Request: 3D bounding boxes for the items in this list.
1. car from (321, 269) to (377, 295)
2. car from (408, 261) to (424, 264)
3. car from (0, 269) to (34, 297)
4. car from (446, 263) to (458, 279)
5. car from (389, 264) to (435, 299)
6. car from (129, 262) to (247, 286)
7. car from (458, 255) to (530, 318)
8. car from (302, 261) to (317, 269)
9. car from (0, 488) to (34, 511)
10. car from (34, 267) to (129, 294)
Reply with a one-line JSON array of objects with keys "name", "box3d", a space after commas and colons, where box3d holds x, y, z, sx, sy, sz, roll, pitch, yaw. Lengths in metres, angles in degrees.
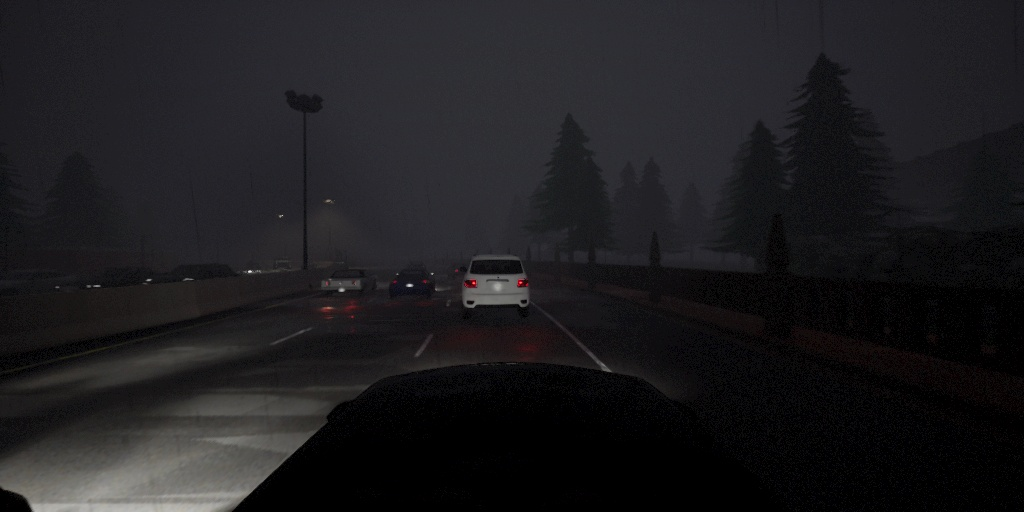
[{"name": "car", "box3d": [-8.773, 1.379, 19.818, 1.895, 1.301, 4.718, 0, 0, -10]}, {"name": "car", "box3d": [-10.106, 1.269, 37.549, 2.128, 1.511, 4.902, 0, 0, -20]}, {"name": "car", "box3d": [-22.615, 1.358, 16.675, 1.812, 1.442, 4.674, 0, 0, -11]}, {"name": "car", "box3d": [-4.895, 1.306, 33.276, 2.033, 1.411, 5.357, 0, 0, -17]}, {"name": "car", "box3d": [-5.049, 1.328, 18.512, 1.994, 1.385, 4.181, 0, 0, -10]}, {"name": "car", "box3d": [-15.768, 1.157, 17.879, 2.097, 1.767, 4.553, 0, 0, -11]}, {"name": "car", "box3d": [-0.722, 0.971, 13.253, 2.150, 2.045, 5.566, 0, 0, -6]}, {"name": "car", "box3d": [-31.983, 1.456, 56.621, 1.895, 1.301, 4.718, 0, 0, -35]}, {"name": "car", "box3d": [-3.547, 1.328, 0.132, 1.994, 1.385, 4.181, 0, 0, 1]}, {"name": "car", "box3d": [-19.247, 1.310, 17.565, 2.128, 1.511, 4.902, 0, 0, -11]}]
